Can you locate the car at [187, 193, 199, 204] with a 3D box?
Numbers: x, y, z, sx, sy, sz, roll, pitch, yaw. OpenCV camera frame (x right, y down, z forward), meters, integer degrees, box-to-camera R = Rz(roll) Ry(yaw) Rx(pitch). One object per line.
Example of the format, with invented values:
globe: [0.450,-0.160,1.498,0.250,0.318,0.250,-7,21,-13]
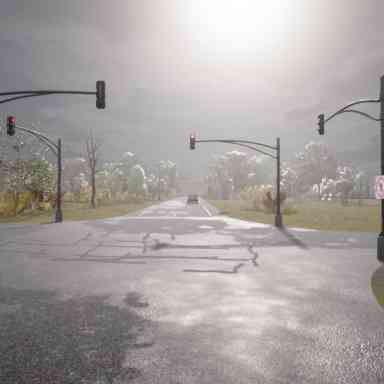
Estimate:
car: [0.176,1.292,67.639,2.150,2.045,5.566,0,0,0]
